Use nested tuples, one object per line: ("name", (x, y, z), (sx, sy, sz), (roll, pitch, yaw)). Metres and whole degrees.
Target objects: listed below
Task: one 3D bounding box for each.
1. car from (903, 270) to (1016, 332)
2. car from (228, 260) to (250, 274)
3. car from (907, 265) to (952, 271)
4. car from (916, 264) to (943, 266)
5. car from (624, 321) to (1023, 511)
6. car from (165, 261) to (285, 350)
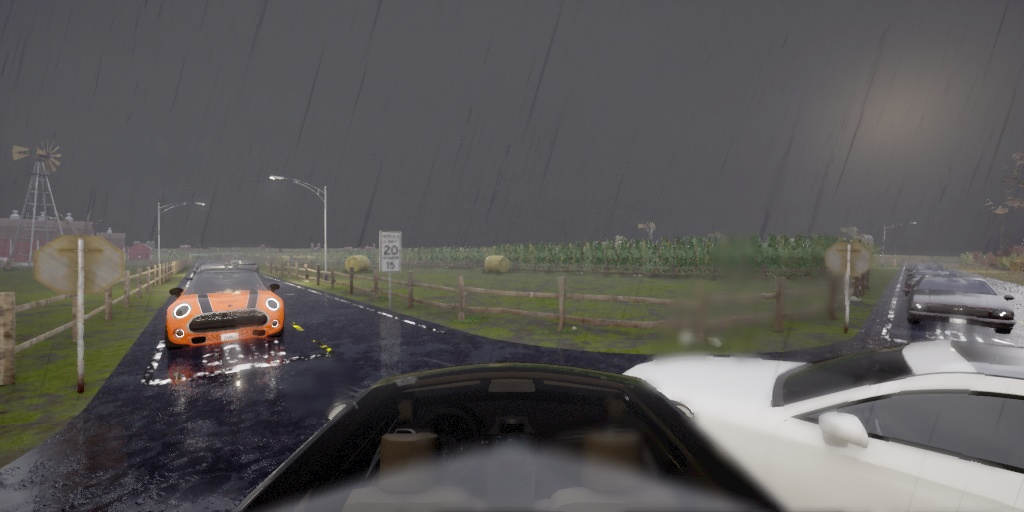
("car", (13.656, 1.333, 11.131), (5.357, 1.411, 2.033), (0, 1, -42))
("car", (-33.155, 1.264, 43.417), (1.837, 1.490, 4.892), (0, 0, -41))
("car", (21.073, 1.360, 17.829), (4.181, 1.385, 1.994), (0, 1, -43))
("car", (28.722, 1.303, 24.725), (4.902, 1.511, 2.128), (0, 1, -42))
("car", (2.863, 1.293, 2.197), (1.812, 1.442, 4.674), (0, 1, -43))
("car", (-7.454, 1.136, 9.422), (2.097, 1.767, 4.553), (0, 0, -39))
